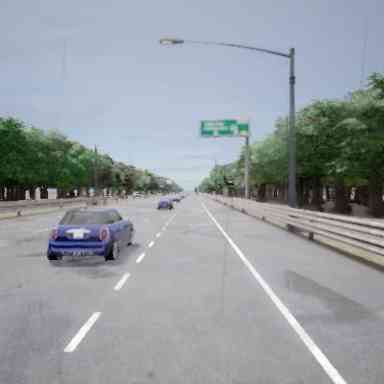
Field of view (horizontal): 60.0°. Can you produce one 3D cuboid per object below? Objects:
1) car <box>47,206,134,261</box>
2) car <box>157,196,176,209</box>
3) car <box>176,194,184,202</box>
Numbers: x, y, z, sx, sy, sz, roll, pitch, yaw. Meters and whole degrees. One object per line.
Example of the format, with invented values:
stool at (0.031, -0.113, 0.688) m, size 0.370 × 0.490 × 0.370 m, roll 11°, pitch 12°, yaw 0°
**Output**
car at (-3.500, 1.351, 12.369) m, size 2.097 × 1.767 × 4.553 m, roll 0°, pitch 0°, yaw 0°
car at (-3.437, 1.504, 43.942) m, size 1.812 × 1.442 × 4.674 m, roll 0°, pitch 0°, yaw 0°
car at (-3.366, 1.553, 73.182) m, size 1.895 × 1.301 × 4.718 m, roll 0°, pitch 0°, yaw 0°
